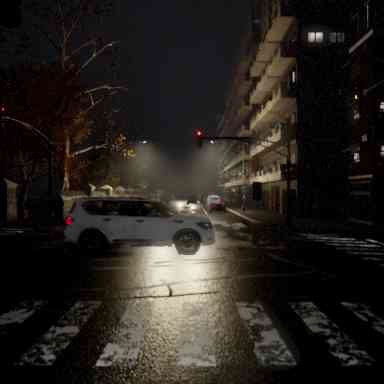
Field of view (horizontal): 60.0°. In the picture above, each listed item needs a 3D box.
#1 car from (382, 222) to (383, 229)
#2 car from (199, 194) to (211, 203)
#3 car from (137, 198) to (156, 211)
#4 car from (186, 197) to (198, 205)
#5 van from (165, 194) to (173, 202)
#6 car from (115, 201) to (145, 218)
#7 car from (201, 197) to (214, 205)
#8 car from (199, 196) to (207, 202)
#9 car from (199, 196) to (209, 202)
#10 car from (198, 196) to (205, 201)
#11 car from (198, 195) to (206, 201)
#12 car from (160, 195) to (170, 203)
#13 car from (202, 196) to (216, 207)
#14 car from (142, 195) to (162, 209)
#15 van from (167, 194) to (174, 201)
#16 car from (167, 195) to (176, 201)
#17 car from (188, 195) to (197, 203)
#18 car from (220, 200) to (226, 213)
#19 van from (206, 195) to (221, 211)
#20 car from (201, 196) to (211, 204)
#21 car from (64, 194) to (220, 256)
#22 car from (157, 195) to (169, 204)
[{"bbox_3d":[13.468,1.599,18.539,5.009,1.841,2.192,1,-1,-1],"label":"car"},{"bbox_3d":[2.701,1.366,70.274,2.192,1.841,5.009,0,0,0],"label":"car"},{"bbox_3d":[-5.683,1.540,41.955,1.752,1.417,4.829,0,0,0],"label":"car"},{"bbox_3d":[0.006,1.583,59.579,2.033,1.411,5.357,0,0,0],"label":"car"},{"bbox_3d":[-5.679,1.412,81.536,1.690,1.788,3.998,0,0,0],"label":"van"},{"bbox_3d":[-5.684,1.572,30.863,1.947,1.339,4.313,0,0,0],"label":"car"},{"bbox_3d":[2.698,1.585,59.014,2.008,1.369,4.403,0,0,0],"label":"car"},{"bbox_3d":[2.700,1.616,81.535,1.887,1.381,4.507,0,0,0],"label":"car"},{"bbox_3d":[2.700,1.611,75.905,2.008,1.369,4.403,0,0,0],"label":"car"},{"bbox_3d":[2.702,1.678,92.795,1.802,1.307,4.206,0,0,0],"label":"car"},{"bbox_3d":[2.702,1.523,87.164,1.967,1.590,4.097,0,0,0],"label":"car"},{"bbox_3d":[-5.680,1.491,70.275,1.967,1.590,4.097,0,0,0],"label":"car"},{"bbox_3d":[2.699,1.467,53.384,1.967,1.590,4.097,0,0,0],"label":"car"},{"bbox_3d":[-5.682,1.335,47.755,2.192,1.841,5.009,0,0,0],"label":"car"},{"bbox_3d":[-5.678,1.424,87.165,1.690,1.788,3.998,0,0,0],"label":"van"},{"bbox_3d":[-5.678,1.647,92.795,2.008,1.369,4.403,0,0,0],"label":"car"},{"bbox_3d":[0.009,1.428,69.998,1.837,1.490,4.892,0,0,0],"label":"car"},{"bbox_3d":[2.697,1.555,36.493,1.887,1.381,4.507,0,0,0],"label":"car"},{"bbox_3d":[2.698,1.356,42.124,1.690,1.788,3.998,0,0,0],"label":"van"},{"bbox_3d":[2.699,1.587,64.644,1.887,1.381,4.507,0,0,0],"label":"car"},{"bbox_3d":[-1.917,1.217,12.610,5.566,2.045,2.150,0,0,0],"label":"car"},{"bbox_3d":[-5.681,1.482,64.646,1.967,1.590,4.097,0,0,0],"label":"car"}]
